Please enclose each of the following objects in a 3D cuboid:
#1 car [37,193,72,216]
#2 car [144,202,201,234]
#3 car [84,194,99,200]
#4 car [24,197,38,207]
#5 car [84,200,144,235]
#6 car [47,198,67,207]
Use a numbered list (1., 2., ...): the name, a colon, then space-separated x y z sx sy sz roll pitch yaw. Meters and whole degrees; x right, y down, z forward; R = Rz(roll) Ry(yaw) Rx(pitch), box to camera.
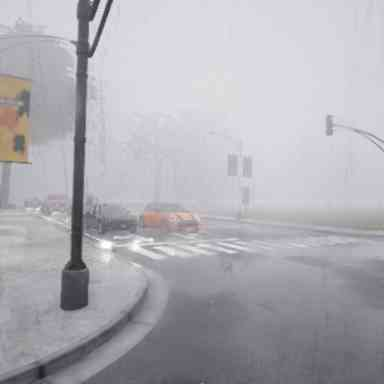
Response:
1. car: -13.131 1.158 32.222 2.150 2.045 5.566 2 -1 -32
2. car: -1.365 1.420 19.632 2.097 1.767 4.553 2 -1 -33
3. car: -11.349 1.263 35.494 2.150 2.045 5.566 2 -1 -32
4. car: -23.137 1.474 48.291 2.128 1.511 4.902 2 -1 -32
5. car: -4.696 1.436 18.788 1.882 1.535 5.008 2 -1 -31
6. car: -20.371 1.568 49.996 1.895 1.301 4.718 2 -1 -32
